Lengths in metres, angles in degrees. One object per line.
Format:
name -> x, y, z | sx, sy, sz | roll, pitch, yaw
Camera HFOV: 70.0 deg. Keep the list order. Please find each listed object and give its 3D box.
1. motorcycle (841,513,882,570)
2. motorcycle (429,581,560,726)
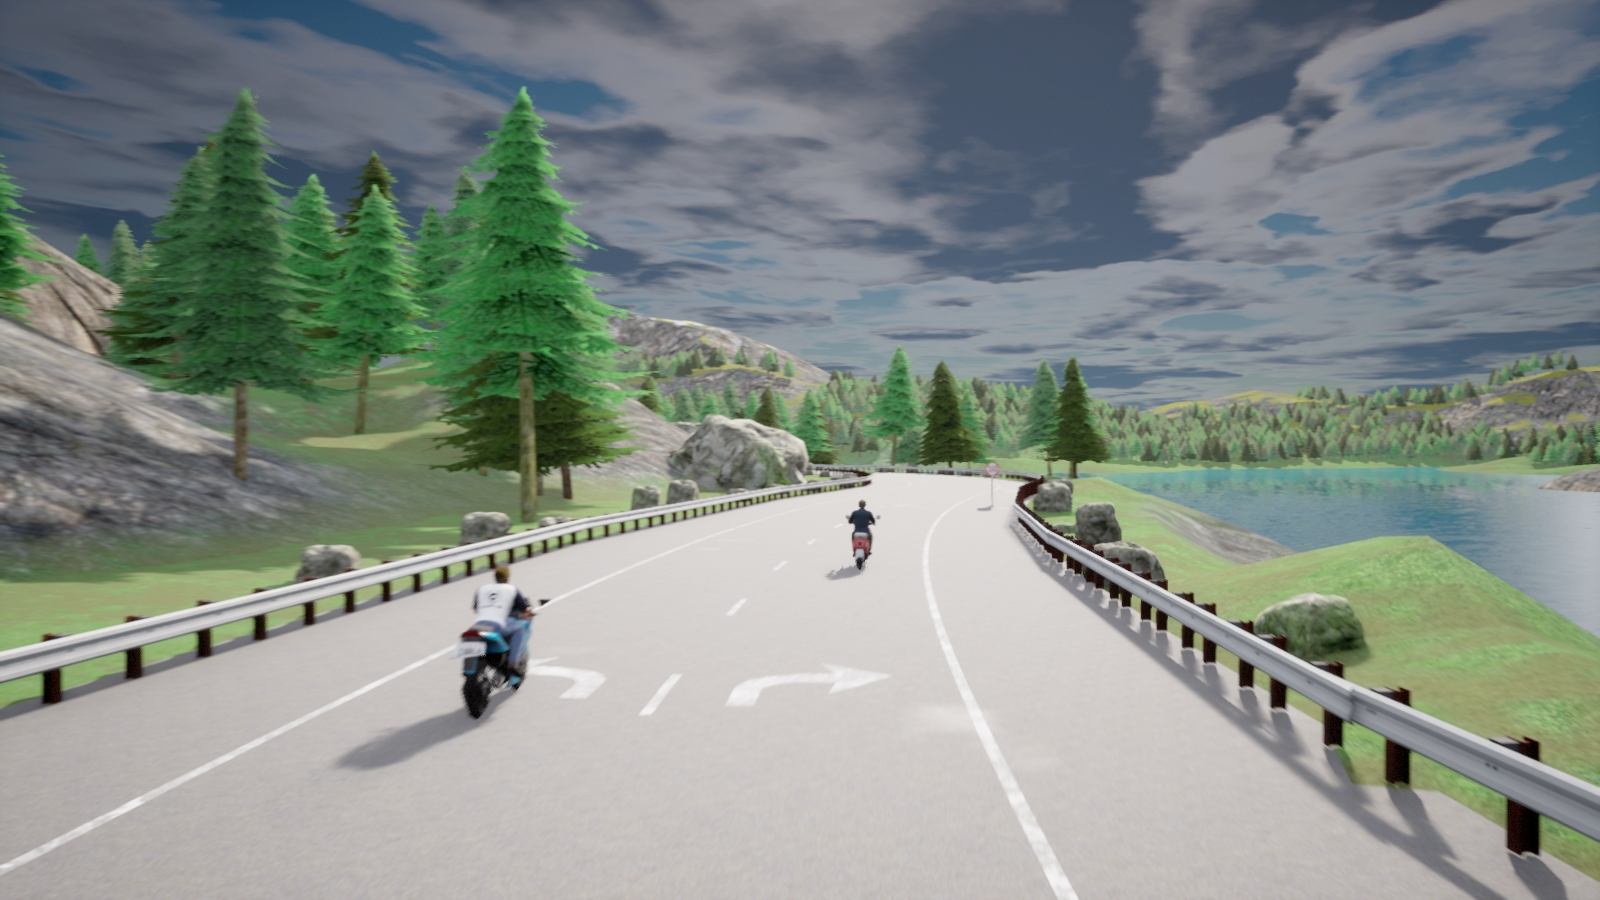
motorcycle -> 1.492, 2.183, 27.560 | 0.856, 1.236, 1.805 | 1, 0, 7
motorcycle -> -3.305, 2.174, 12.586 | 0.803, 1.217, 2.033 | 1, 0, 3
